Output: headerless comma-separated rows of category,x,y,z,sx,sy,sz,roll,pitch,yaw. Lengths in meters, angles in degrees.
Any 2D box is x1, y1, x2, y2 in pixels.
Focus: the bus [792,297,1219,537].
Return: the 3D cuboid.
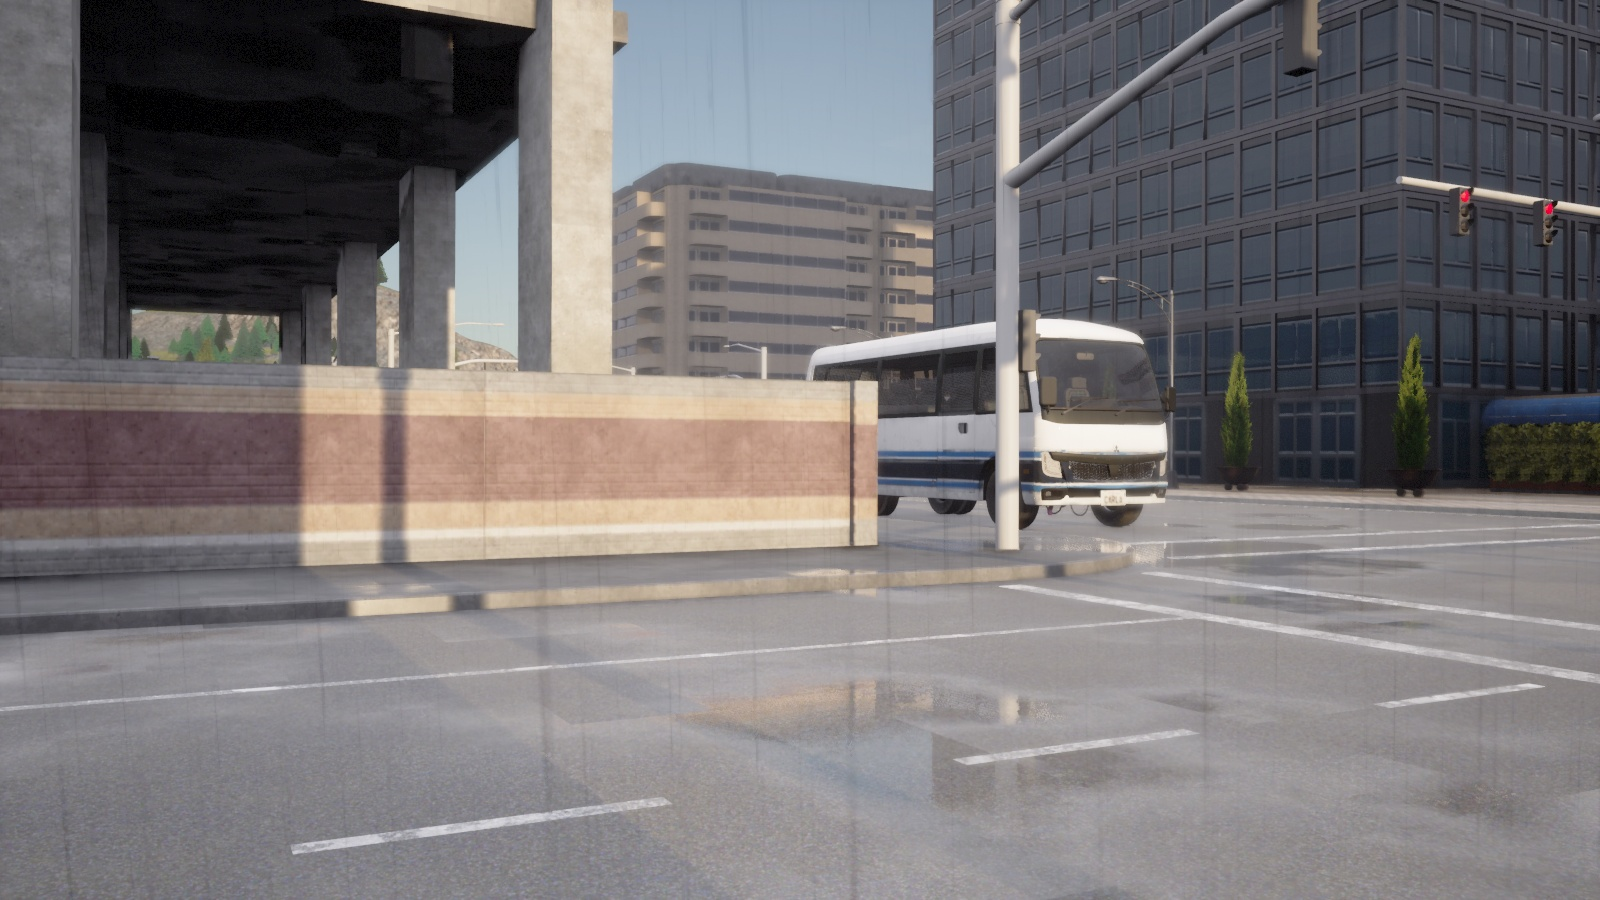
bus,3.923,-0.572,27.768,3.944,4.253,10.273,0,0,-27
